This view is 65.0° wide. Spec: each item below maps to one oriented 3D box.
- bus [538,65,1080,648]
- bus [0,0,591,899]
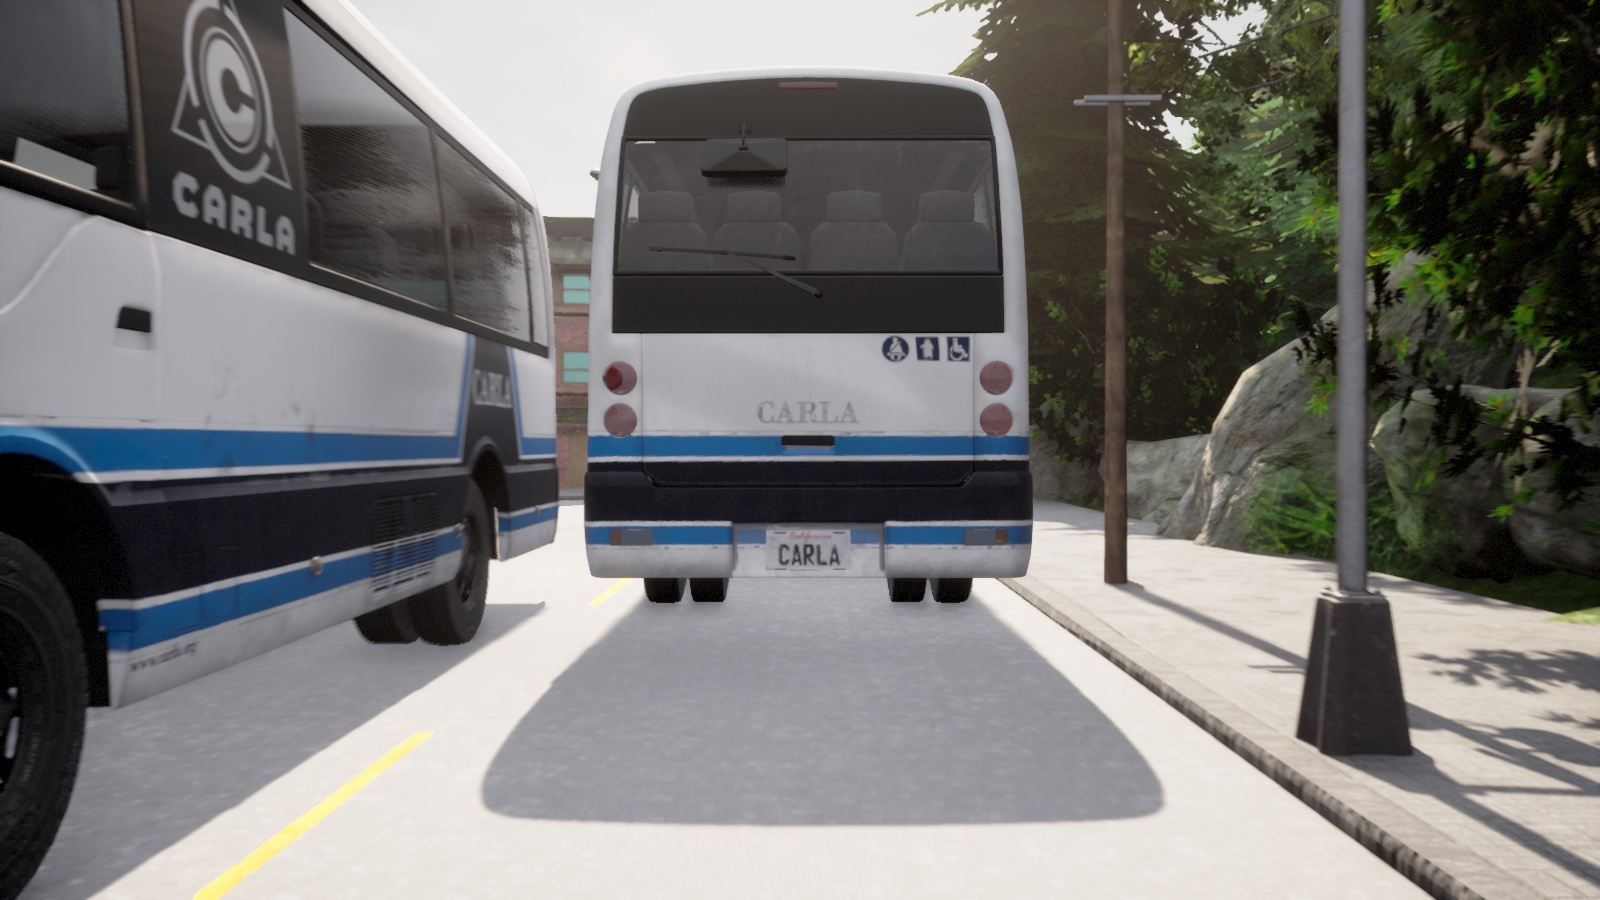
[{"bbox_3d":[0.089,-0.709,14.299,3.944,4.253,10.273,0,0,0],"label":"bus"},{"bbox_3d":[-3.951,-0.670,6.596,3.944,4.253,10.273,0,0,0],"label":"bus"}]
